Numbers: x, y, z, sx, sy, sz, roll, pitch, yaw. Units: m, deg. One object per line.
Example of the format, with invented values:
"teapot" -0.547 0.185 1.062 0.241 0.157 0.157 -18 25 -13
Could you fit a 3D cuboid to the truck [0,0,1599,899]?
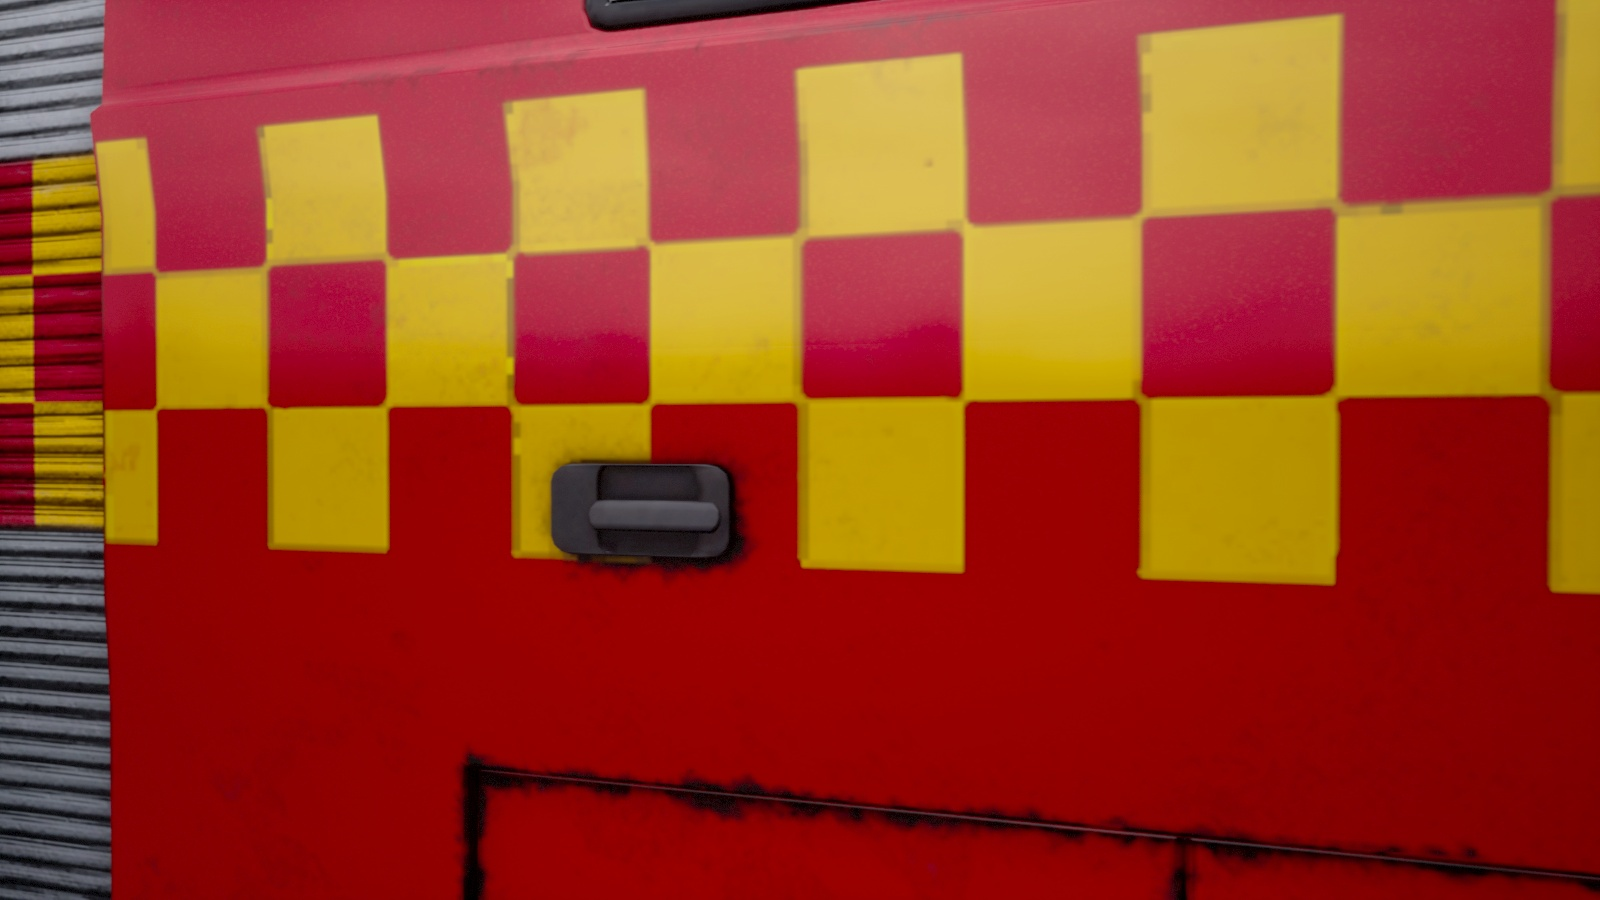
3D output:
"truck" 0.266 -0.387 3.086 8.468 3.827 2.891 1 1 19
